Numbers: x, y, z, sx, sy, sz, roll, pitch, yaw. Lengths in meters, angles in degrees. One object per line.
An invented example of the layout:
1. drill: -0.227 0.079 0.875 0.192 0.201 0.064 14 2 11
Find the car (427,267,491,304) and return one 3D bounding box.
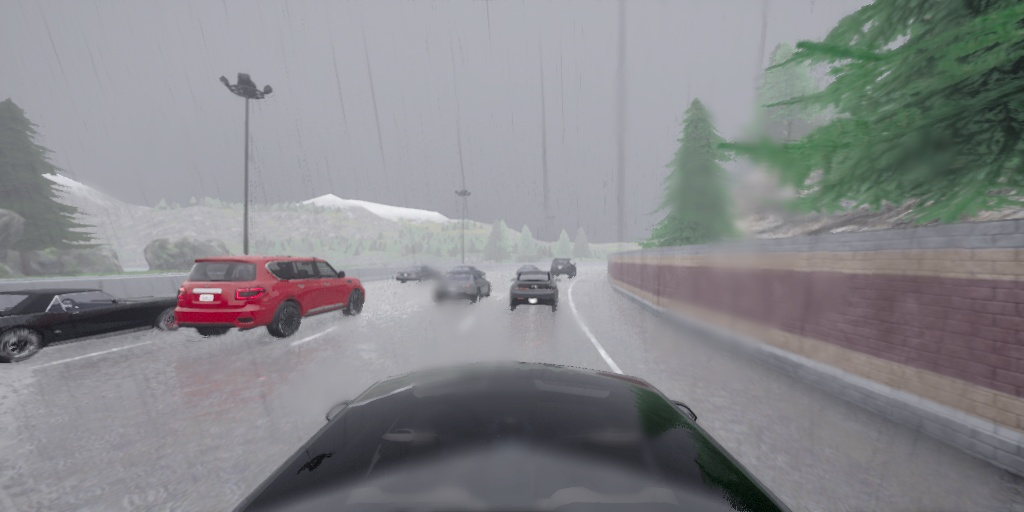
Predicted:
1. car: -2.267 1.427 17.277 1.994 1.385 4.181 0 0 7

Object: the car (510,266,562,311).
1. car: 1.002 1.357 15.185 1.837 1.490 4.892 0 0 6

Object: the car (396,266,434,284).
1. car: -7.417 1.491 29.220 2.033 1.411 5.357 0 0 12

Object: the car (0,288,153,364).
1. car: -10.132 1.383 8.176 1.895 1.301 4.718 0 0 3

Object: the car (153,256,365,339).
1. car: -6.482 1.027 10.508 2.150 2.045 5.566 0 0 4

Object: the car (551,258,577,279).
1. car: 5.403 1.247 37.282 2.150 2.045 5.566 0 0 16
